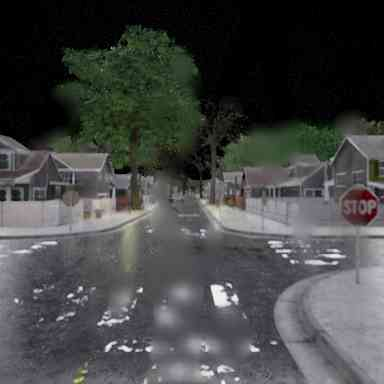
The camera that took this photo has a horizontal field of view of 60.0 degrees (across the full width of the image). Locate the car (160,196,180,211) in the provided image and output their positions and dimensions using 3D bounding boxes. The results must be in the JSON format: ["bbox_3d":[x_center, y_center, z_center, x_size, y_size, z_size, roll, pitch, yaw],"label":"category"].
[{"bbox_3d":[-2.741,1.550,40.362,1.837,1.490,4.892,0,0,0],"label":"car"}]

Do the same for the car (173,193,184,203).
[{"bbox_3d":[-2.736,1.183,68.267,2.150,2.045,5.566,0,0,0],"label":"car"}]
